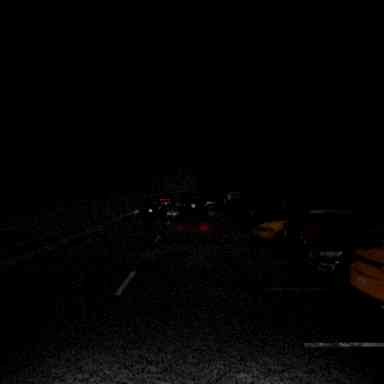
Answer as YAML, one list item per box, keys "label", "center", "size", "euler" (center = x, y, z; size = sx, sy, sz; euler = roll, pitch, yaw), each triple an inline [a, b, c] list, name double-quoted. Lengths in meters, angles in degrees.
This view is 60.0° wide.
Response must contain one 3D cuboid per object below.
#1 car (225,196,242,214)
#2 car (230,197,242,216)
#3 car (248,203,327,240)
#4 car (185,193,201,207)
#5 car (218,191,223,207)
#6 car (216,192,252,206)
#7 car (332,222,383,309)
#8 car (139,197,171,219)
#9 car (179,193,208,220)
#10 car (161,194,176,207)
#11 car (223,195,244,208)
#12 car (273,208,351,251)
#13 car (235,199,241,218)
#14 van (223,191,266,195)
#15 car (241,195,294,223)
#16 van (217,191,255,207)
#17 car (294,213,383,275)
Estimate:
- label: "car"
  center: [5.540, 1.313, 28.073]
  size: [4.792, 1.488, 2.163]
  euler: [0, 1, 0]
- label: "car"
  center: [5.569, 1.357, 25.315]
  size: [4.674, 1.452, 2.002]
  euler: [0, 1, 0]
- label: "car"
  center: [5.368, 1.418, 14.296]
  size: [5.366, 1.575, 1.946]
  euler: [0, 0, 0]
- label: "car"
  center: [0.159, 1.020, 43.126]
  size: [1.882, 1.535, 5.008]
  euler: [0, 2, 0]
- label: "car"
  center: [5.549, 1.029, 36.459]
  size: [4.553, 1.767, 2.185]
  euler: [0, 1, 0]
- label: "car"
  center: [5.620, 0.865, 44.595]
  size: [4.553, 1.767, 2.185]
  euler: [0, 1, 0]
- label: "car"
  center: [5.538, 1.463, 6.032]
  size: [5.008, 1.535, 2.097]
  euler: [0, 0, 0]
- label: "car"
  center: [-3.141, 1.373, 27.382]
  size: [1.994, 1.385, 4.181]
  euler: [0, 1, 1]
- label: "car"
  center: [0.111, 1.046, 26.434]
  size: [2.150, 2.045, 5.566]
  euler: [0, 1, 0]
- label: "car"
  center: [-3.108, 1.061, 42.480]
  size: [1.837, 1.490, 4.892]
  euler: [0, 1, 0]
- label: "car"
  center: [5.603, 1.272, 30.825]
  size: [4.792, 1.488, 2.163]
  euler: [0, 1, 0]
- label: "car"
  center: [5.579, 1.469, 11.536]
  size: [4.792, 1.488, 2.163]
  euler: [0, 0, 0]
- label: "car"
  center: [5.561, 1.388, 22.561]
  size: [4.674, 1.452, 2.002]
  euler: [0, 1, 0]
- label: "van"
  center: [5.693, 0.976, 33.573]
  size: [4.442, 1.987, 1.878]
  euler: [0, 1, 0]
- label: "car"
  center: [5.529, 1.253, 19.798]
  size: [4.553, 1.767, 2.185]
  euler: [0, 1, 0]
- label: "van"
  center: [5.470, 0.826, 41.842]
  size: [4.442, 1.987, 1.878]
  euler: [0, 1, 0]
- label: "car"
  center: [5.553, 1.452, 8.785]
  size: [4.892, 1.521, 2.231]
  euler: [0, 0, 0]
